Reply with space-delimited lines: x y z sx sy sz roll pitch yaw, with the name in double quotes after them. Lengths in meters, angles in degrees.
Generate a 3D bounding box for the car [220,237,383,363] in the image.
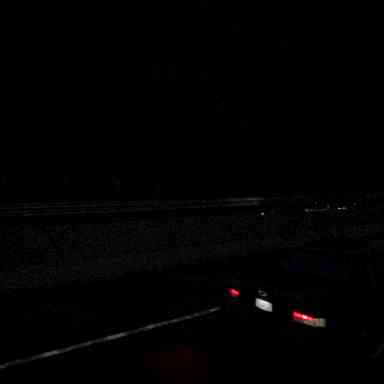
3.003 1.533 5.855 5.357 1.411 2.033 0 0 -35 "car"

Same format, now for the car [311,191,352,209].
16.403 0.876 39.883 5.566 2.045 2.150 -1 1 -37 "car"

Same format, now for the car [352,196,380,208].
20.197 1.175 38.969 4.181 1.385 1.994 -1 1 -34 "car"

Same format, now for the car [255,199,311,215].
6.883 1.422 25.838 4.181 1.385 1.994 -1 0 -34 "car"
